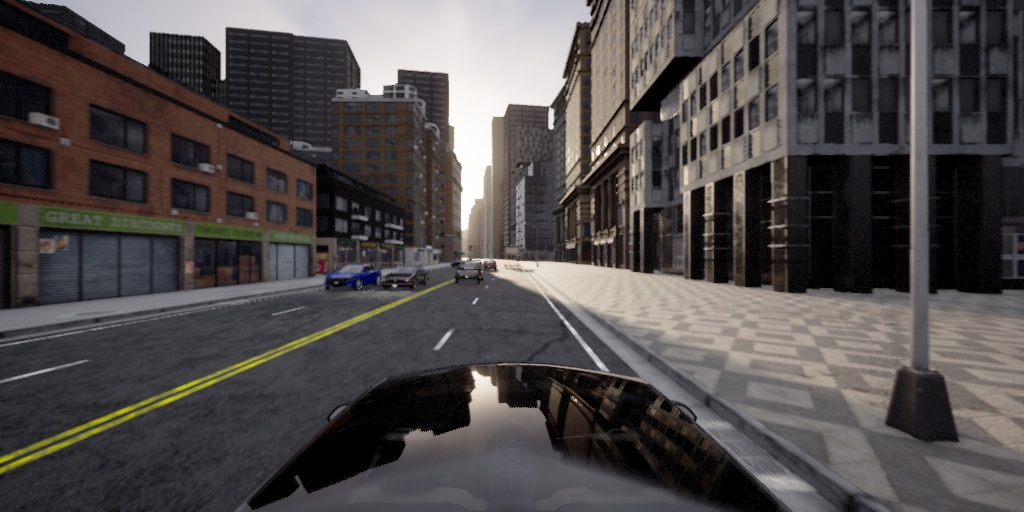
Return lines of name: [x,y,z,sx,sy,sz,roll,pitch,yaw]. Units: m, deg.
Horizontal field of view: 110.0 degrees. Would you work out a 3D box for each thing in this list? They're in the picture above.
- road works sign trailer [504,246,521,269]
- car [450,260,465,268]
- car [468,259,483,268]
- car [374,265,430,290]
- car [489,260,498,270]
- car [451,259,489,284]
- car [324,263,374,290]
road works sign trailer: [0.028,0.225,57.607,2.380,3.560,2.880,0,0,0]
car: [-9.745,1.361,64.289,1.895,1.301,4.718,0,0,0]
car: [-6.497,1.308,64.361,2.033,1.411,5.357,0,0,0]
car: [-6.594,1.300,22.820,2.033,1.411,5.357,0,0,0]
car: [-3.138,1.285,51.588,1.812,1.442,4.674,0,0,0]
car: [-3.144,1.245,27.348,2.128,1.511,4.902,0,0,0]
car: [-9.840,1.230,22.563,1.882,1.535,5.008,0,0,0]
